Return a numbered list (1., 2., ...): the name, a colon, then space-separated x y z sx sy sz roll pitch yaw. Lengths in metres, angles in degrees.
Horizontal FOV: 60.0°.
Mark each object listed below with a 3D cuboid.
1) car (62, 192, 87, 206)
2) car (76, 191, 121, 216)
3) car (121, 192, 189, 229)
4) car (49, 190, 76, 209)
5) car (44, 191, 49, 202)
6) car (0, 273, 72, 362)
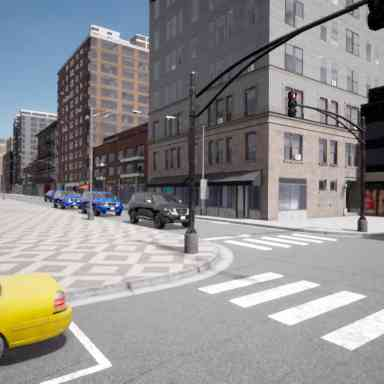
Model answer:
1. car: -16.589 0.945 46.832 2.097 1.767 4.553 1 0 -36
2. car: -8.025 0.960 29.172 2.150 2.045 5.566 1 0 -35
3. car: -2.087 1.053 20.759 2.150 2.045 5.566 1 0 -35
4. car: -14.216 0.862 37.961 2.150 2.045 5.566 1 0 -35
5. car: -23.441 0.707 56.576 2.150 2.045 5.566 1 0 -37
6. car: -4.006 1.525 3.895 4.829 1.417 1.752 0 1 -36
